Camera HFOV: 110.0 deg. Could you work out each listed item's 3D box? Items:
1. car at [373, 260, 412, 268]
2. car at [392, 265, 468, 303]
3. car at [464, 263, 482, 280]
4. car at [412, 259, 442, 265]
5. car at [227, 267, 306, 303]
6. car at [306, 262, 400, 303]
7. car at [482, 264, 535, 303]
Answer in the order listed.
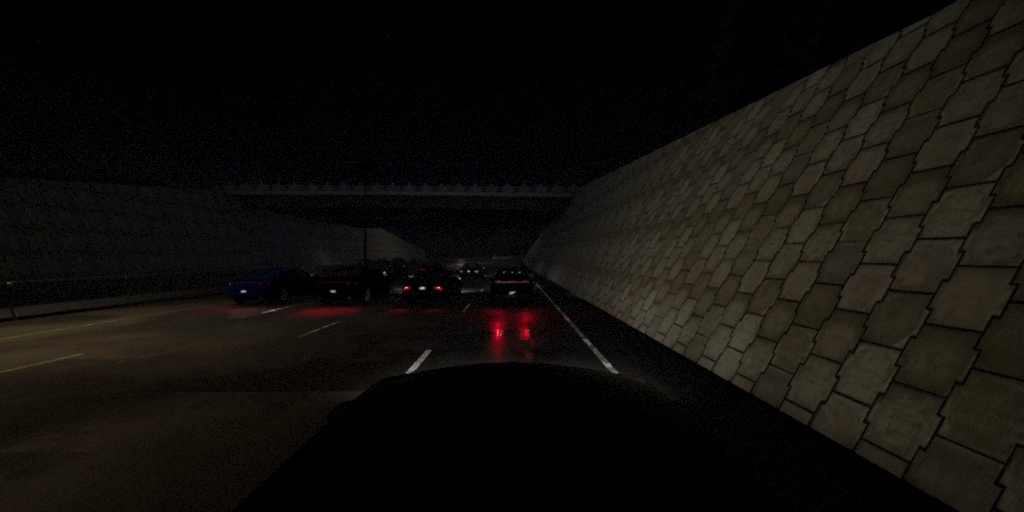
[{"bbox_3d":[-10.500,1.320,31.500,1.994,1.385,4.181,0,0,0],"label":"car"},{"bbox_3d":[-3.500,1.310,16.500,2.033,1.411,5.357,0,0,0],"label":"car"},{"bbox_3d":[-3.500,1.311,31.500,2.033,1.411,5.357,0,0,0],"label":"car"},{"bbox_3d":[-7.000,1.264,31.500,1.837,1.490,4.892,0,0,0],"label":"car"},{"bbox_3d":[-10.500,1.232,16.500,1.882,1.535,5.008,0,0,0],"label":"car"},{"bbox_3d":[-7.000,1.232,16.500,1.882,1.535,5.008,0,0,0],"label":"car"},{"bbox_3d":[0.000,1.242,16.500,2.128,1.511,4.902,0,0,0],"label":"car"}]
